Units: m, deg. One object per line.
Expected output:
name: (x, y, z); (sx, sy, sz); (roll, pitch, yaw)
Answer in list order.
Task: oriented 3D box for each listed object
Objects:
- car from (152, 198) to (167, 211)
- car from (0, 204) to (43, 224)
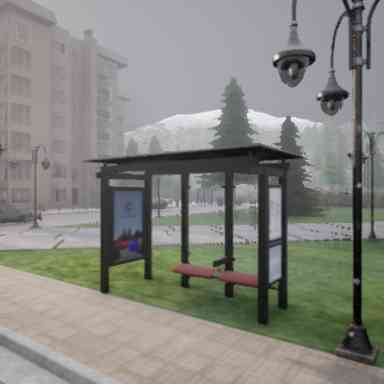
car: (-4.947, 1.430, 38.459); (2.128, 1.511, 4.902); (0, 0, 36)
car: (-12.763, 1.491, 21.875); (2.033, 1.411, 5.357); (0, 0, 39)
